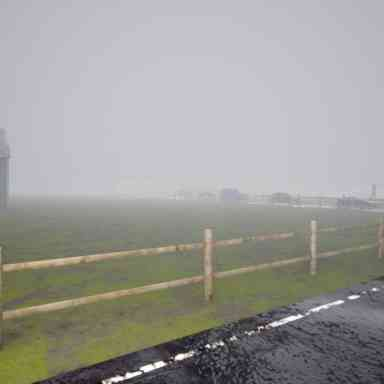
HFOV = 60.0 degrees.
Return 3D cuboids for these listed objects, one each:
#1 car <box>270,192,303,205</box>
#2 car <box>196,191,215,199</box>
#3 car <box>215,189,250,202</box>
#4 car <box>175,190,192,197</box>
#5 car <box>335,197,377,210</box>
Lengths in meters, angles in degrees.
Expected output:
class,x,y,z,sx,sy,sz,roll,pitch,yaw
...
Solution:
class,x,y,z,sx,sy,sz,roll,pitch,yaw
car,12.789,0.823,45.150,2.097,1.767,4.553,0,1,-35
car,2.751,0.589,65.460,1.837,1.490,4.892,0,1,-35
car,6.794,0.507,53.561,2.150,2.045,5.566,0,1,-35
car,-1.815,0.354,71.801,1.837,1.490,4.892,0,1,-36
car,18.361,1.209,37.335,1.994,1.385,4.181,0,1,-35
